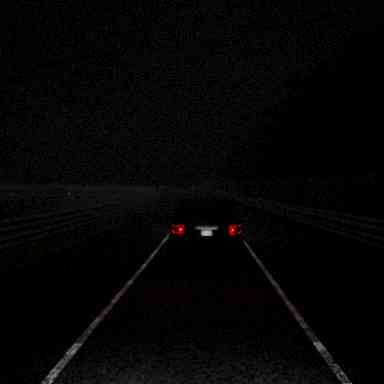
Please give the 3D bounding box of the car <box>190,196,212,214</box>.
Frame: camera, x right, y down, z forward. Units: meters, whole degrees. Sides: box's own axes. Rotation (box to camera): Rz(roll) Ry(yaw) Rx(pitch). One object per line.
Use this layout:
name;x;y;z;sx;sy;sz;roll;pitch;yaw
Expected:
car;0.811;1.201;32.812;2.033;1.411;5.357;0;1;-1

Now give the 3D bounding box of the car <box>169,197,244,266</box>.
car;0.481;1.165;11.511;2.150;2.045;5.566;0;0;2
